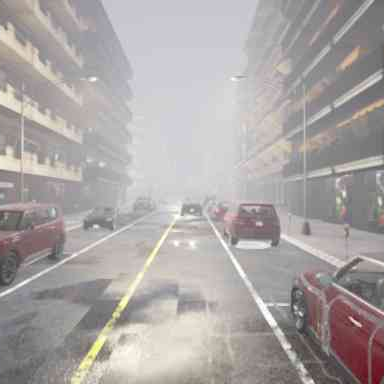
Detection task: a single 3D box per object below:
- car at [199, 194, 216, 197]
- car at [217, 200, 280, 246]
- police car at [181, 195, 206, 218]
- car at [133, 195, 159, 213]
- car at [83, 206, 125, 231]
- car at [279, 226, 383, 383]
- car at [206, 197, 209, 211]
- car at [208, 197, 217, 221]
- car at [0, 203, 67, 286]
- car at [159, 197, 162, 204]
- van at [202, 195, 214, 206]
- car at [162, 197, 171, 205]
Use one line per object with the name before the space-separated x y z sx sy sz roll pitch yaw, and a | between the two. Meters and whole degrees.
car | 2.544 1.295 48.228 2.192 1.841 5.009 1 0 0
car | 2.552 1.294 15.039 2.192 1.841 5.009 1 0 0
police car | -0.005 1.314 30.224 1.930 1.638 5.238 0 0 0
car | -5.299 1.287 37.219 2.192 1.841 5.009 1 0 0
car | -5.301 1.540 20.629 1.947 1.339 4.313 1 0 0
car | 2.593 1.434 3.978 1.967 1.590 4.097 1 0 0
car | 2.541 1.554 37.165 1.802 1.307 4.206 1 0 0
car | 2.546 1.412 26.103 1.967 1.590 4.097 1 0 0
car | -5.293 1.301 9.566 2.192 1.841 5.009 1 0 0
car | -5.306 1.520 42.750 1.887 1.381 4.507 1 0 0
van | 2.542 1.328 53.760 1.690 1.788 3.998 1 0 0
car | -5.311 1.578 59.344 1.802 1.307 4.206 1 0 0
